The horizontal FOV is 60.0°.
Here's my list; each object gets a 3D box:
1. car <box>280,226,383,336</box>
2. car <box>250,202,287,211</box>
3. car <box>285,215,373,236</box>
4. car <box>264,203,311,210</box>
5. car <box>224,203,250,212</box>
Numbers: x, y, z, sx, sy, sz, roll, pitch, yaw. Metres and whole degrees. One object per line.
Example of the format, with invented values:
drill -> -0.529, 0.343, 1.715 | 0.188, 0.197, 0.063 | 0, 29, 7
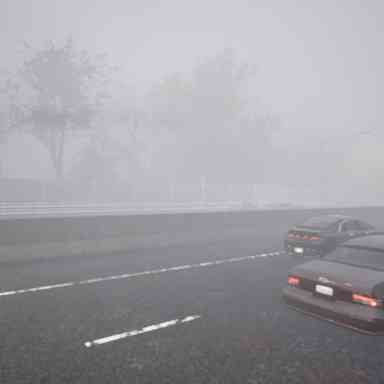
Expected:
car -> 4.114, 1.605, 6.675 | 5.357, 1.411, 2.033 | 1, 0, -36
car -> 8.070, 1.713, 31.231 | 4.892, 1.490, 1.837 | 1, 0, -35
car -> 5.319, 1.596, 11.832 | 4.892, 1.490, 1.837 | 1, 0, -35
car -> 8.450, 1.791, 27.204 | 4.718, 1.301, 1.895 | 1, 0, -35
car -> 5.216, 1.763, 33.493 | 4.181, 1.385, 1.994 | 1, 0, -35
